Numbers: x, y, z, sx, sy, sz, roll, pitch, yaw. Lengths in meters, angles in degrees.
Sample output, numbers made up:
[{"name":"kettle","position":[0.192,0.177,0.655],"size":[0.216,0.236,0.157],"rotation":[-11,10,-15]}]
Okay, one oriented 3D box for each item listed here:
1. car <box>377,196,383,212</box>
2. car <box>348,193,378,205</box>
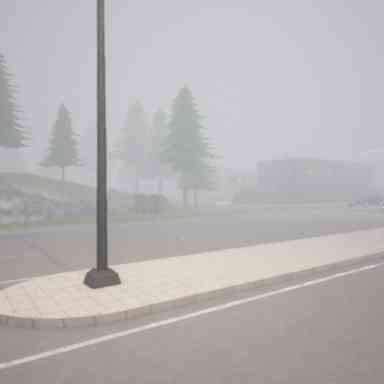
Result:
[{"name":"car","position":[20.443,1.169,32.420],"size":[4.892,1.490,1.837],"rotation":[0,0,-35]},{"name":"car","position":[18.420,0.904,35.276],"size":[4.892,1.490,1.837],"rotation":[0,0,-35]}]
